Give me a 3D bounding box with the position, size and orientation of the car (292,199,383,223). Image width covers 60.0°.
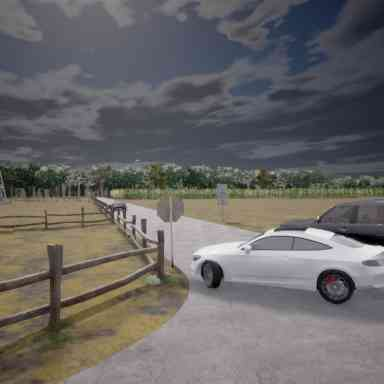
[{"bbox_3d":[5.108,1.231,9.829,2.150,2.045,5.566,-2,0,-40],"label":"car"}]

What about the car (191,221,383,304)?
[{"bbox_3d":[2.214,1.614,8.227,4.674,1.442,1.812,-2,0,28],"label":"car"}]

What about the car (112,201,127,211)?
[{"bbox_3d":[-10.869,1.988,49.470,2.033,1.411,5.357,-2,0,-18],"label":"car"}]
